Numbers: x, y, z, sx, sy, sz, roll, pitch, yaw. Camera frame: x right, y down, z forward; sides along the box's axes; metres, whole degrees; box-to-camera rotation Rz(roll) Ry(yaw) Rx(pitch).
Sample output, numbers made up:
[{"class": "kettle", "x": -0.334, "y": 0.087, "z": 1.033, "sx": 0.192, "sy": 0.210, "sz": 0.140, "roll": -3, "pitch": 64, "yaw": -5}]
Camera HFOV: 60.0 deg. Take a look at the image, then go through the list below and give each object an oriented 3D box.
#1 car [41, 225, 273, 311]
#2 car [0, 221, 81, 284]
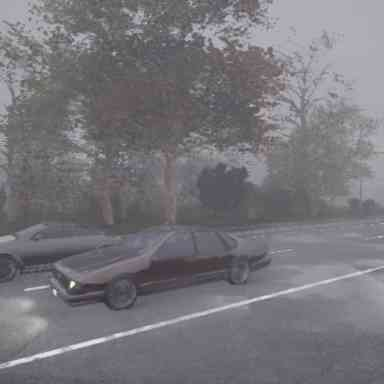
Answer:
[{"class": "car", "x": -0.445, "y": 1.543, "z": 7.920, "sx": 5.357, "sy": 1.411, "sz": 2.033, "roll": 0, "pitch": 0, "yaw": -35}, {"class": "car", "x": -4.145, "y": 1.556, "z": 9.588, "sx": 4.181, "sy": 1.385, "sz": 1.994, "roll": 0, "pitch": 0, "yaw": -35}]
